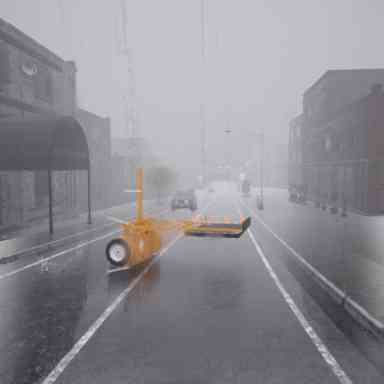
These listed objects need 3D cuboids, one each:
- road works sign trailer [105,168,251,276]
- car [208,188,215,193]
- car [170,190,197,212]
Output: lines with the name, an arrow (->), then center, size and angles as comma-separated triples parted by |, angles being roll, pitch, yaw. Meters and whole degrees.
road works sign trailer -> -0.255, 0.765, 9.268 | 3.560, 2.880, 2.380 | 0, 0, 15
car -> 5.215, -0.431, 88.637 | 2.033, 1.411, 5.357 | 0, 2, 6
car -> -0.704, 0.833, 33.081 | 2.150, 2.045, 5.566 | 0, 1, 6
